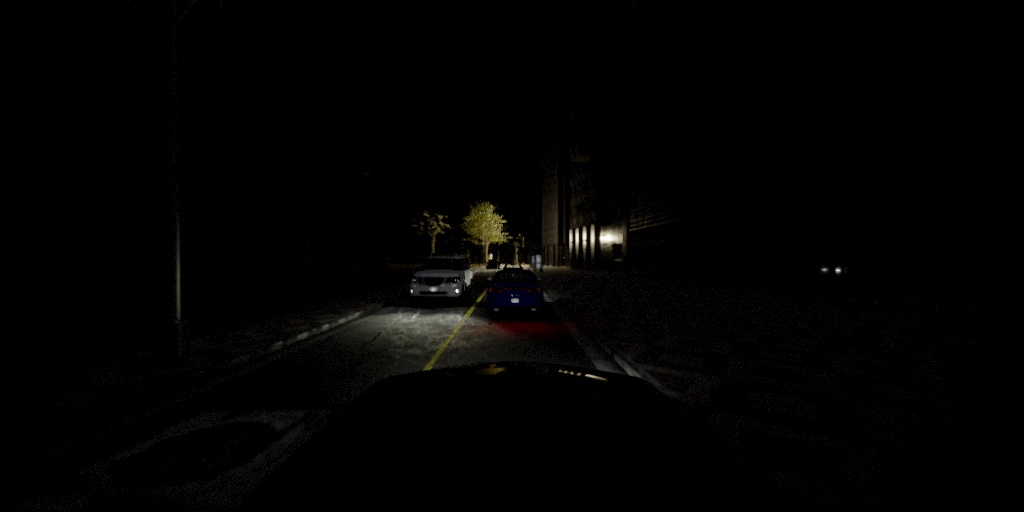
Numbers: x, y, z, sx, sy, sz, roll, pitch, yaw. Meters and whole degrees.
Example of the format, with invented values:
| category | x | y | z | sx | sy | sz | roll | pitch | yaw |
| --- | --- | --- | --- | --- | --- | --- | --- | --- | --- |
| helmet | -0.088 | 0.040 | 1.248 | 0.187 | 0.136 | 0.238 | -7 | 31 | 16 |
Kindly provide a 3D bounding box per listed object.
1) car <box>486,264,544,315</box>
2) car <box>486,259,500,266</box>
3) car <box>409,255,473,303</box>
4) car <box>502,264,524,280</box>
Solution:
| category | x | y | z | sx | sy | sz | roll | pitch | yaw |
| --- | --- | --- | --- | --- | --- | --- | --- | --- | --- |
| car | 0.095 | 1.222 | 13.528 | 1.882 | 1.535 | 5.008 | 0 | 0 | 0 |
| car | -3.072 | 1.341 | 57.844 | 2.097 | 1.767 | 4.553 | 0 | -1 | 0 |
| car | -3.103 | 0.964 | 16.892 | 2.150 | 2.045 | 5.566 | 0 | 0 | 0 |
| car | 0.093 | 1.375 | 32.761 | 1.895 | 1.301 | 4.718 | 0 | 0 | 0 |
